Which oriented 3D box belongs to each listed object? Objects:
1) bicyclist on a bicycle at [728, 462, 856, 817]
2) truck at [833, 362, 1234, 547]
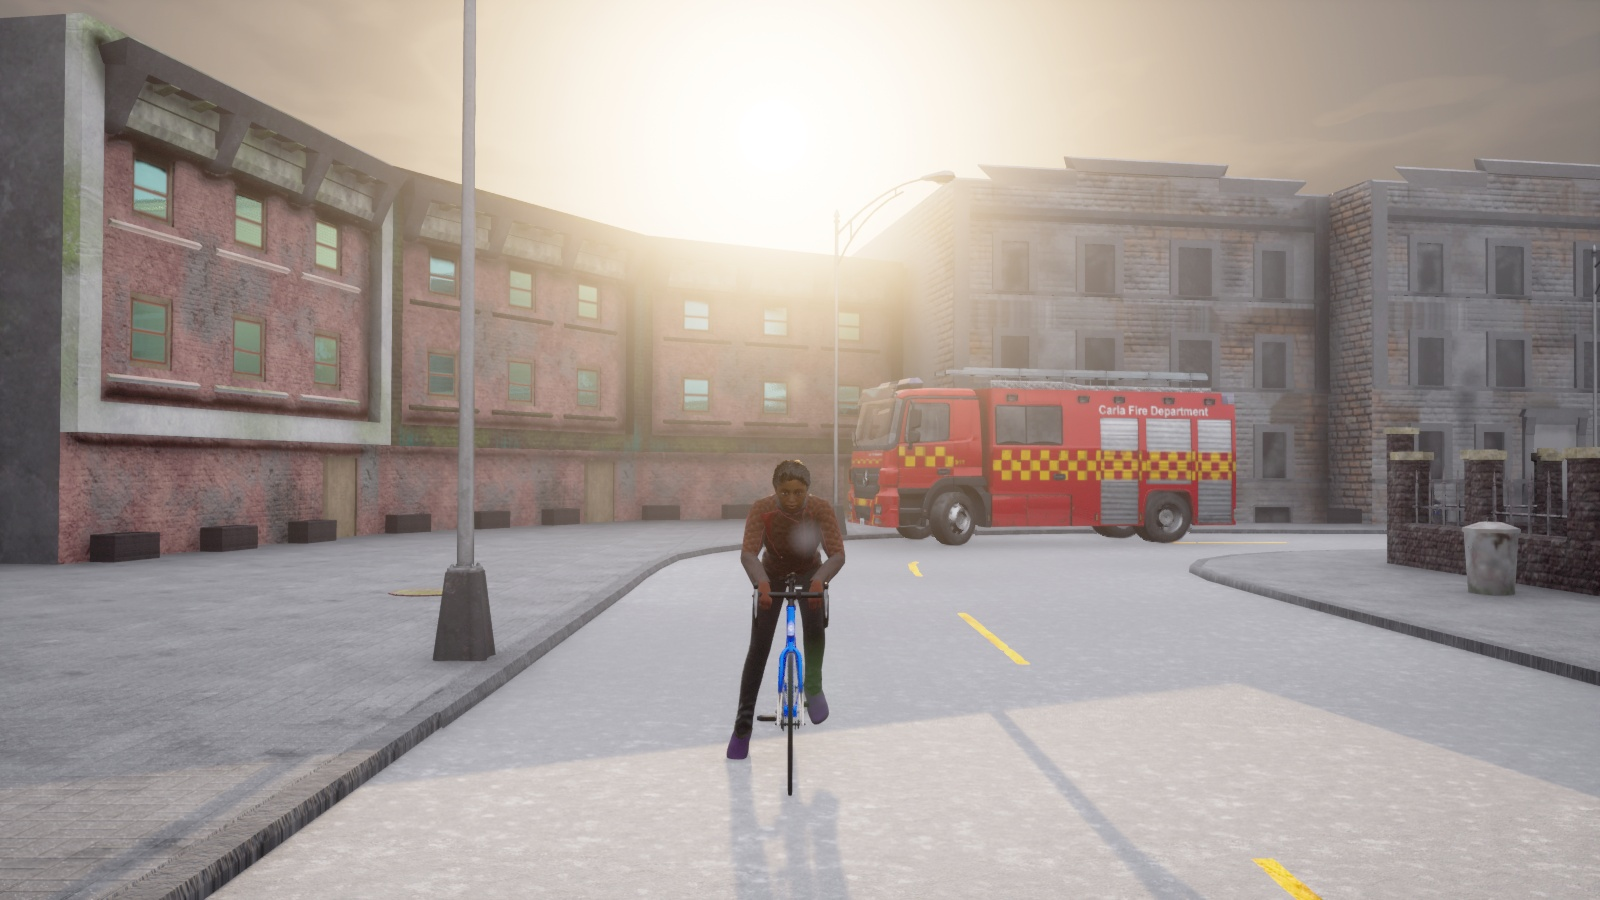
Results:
[{"bbox_3d":[-0.040,0.878,6.590,0.582,1.620,1.656,0,-1,0],"label":"bicyclist on a bicycle"},{"bbox_3d":[5.220,0.101,28.425,8.468,3.827,2.891,0,-1,-14],"label":"truck"}]
